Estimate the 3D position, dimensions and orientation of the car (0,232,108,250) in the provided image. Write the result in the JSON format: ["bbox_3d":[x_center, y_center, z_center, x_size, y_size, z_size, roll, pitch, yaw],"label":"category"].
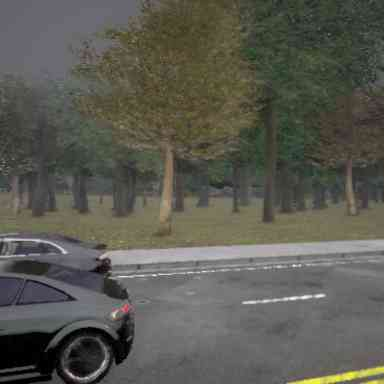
[{"bbox_3d":[-4.296,1.673,7.468,4.902,1.511,2.128,0,-1,-16],"label":"car"}]

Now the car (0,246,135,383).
[{"bbox_3d":[-2.887,1.675,4.496,4.181,1.385,1.994,0,-1,-16],"label":"car"}]
